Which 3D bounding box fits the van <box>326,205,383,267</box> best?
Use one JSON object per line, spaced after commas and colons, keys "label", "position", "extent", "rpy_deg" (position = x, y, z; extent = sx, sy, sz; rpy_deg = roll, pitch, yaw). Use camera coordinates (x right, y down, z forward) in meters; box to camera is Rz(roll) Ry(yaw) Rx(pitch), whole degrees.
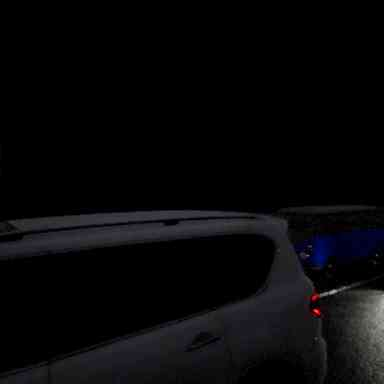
{"label": "van", "position": [3.915, 1.276, 9.448], "extent": [3.998, 1.788, 1.690], "rpy_deg": [-1, 0, -36]}

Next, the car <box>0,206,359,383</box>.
{"label": "car", "position": [-1.352, 1.221, 2.411], "extent": [5.566, 2.045, 2.150], "rpy_deg": [-1, 0, -35]}
